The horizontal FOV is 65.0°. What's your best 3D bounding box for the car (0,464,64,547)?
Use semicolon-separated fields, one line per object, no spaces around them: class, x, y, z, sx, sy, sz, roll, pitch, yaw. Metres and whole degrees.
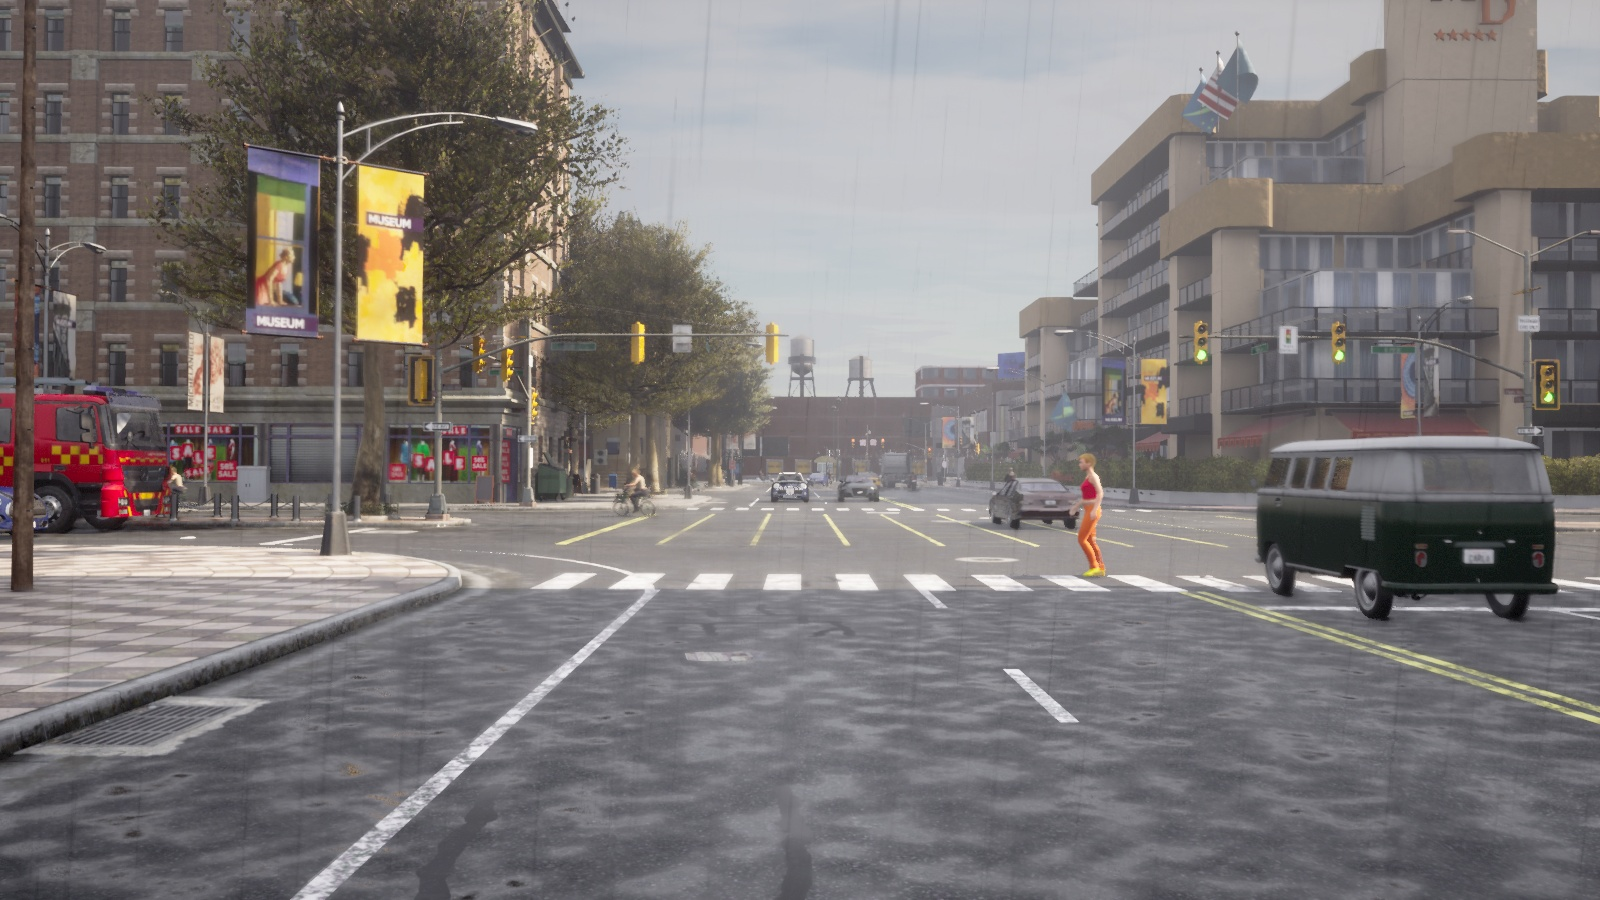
car;-19.190;1.215;27.790;4.553;1.767;2.097;0;-1;1

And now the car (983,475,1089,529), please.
car;6.722;1.444;36.359;2.033;1.411;5.357;0;-1;0

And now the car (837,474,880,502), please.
car;2.995;1.956;65.030;1.994;1.385;4.181;0;-1;-1

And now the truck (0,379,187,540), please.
truck;-20.230;0.255;31.284;8.468;3.827;2.891;0;-1;0

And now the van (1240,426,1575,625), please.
van;6.888;0.790;14.855;1.775;1.987;4.442;0;-1;0

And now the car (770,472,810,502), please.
car;-0.490;1.848;63.661;1.970;1.475;3.806;0;-1;0

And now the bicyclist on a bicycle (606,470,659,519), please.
bicyclist on a bicycle;-5.617;1.479;42.115;1.509;1.612;0.866;-1;0;15

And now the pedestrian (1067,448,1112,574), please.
pedestrian;4.269;0.899;18.523;0.594;1.836;0.345;0;-1;5
